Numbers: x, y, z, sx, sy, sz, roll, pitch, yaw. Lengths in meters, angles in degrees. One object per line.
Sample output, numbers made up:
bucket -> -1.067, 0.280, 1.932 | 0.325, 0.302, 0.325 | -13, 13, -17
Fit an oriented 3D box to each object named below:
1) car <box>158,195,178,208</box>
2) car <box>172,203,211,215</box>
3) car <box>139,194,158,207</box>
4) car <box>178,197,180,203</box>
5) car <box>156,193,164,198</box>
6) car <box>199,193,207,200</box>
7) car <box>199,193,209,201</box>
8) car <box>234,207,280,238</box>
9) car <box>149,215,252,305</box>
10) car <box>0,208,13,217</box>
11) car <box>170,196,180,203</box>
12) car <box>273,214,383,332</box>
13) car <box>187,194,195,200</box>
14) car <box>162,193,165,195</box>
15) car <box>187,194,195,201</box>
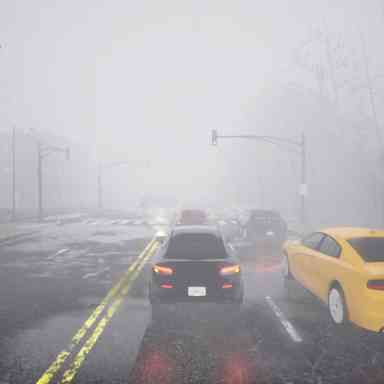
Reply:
car -> -3.490, 1.512, 49.170 | 1.812, 1.442, 4.674 | 0, 0, 0
car -> 0.013, 1.522, 17.040 | 1.812, 1.442, 4.674 | 0, 0, -2
car -> -6.742, 1.464, 49.836 | 1.882, 1.535, 5.008 | 0, 0, 0
car -> -3.514, 1.508, 59.219 | 1.812, 1.442, 4.674 | 0, 0, 1
car -> -6.757, 1.459, 60.216 | 1.882, 1.535, 5.008 | 0, 0, 0
car -> 2.972, 1.155, 89.375 | 2.097, 1.767, 4.553 | 0, 0, 0
car -> 3.003, 1.505, 78.987 | 2.033, 1.411, 5.357 | 0, 0, 0
car -> 3.301, 1.502, 16.435 | 1.837, 1.490, 4.892 | 0, 0, 0
car -> 0.076, 1.524, 7.958 | 1.812, 1.442, 4.674 | 0, 0, 0
car -> -19.788, 1.763, 31.200 | 5.357, 1.411, 2.033 | -1, 1, 0
car -> -3.465, 1.578, 69.380 | 1.895, 1.301, 4.718 | 0, 0, 0
car -> 3.330, 1.476, 6.977 | 1.882, 1.535, 5.008 | 0, 0, 0
car -> -0.278, 1.278, 89.395 | 1.882, 1.535, 5.008 | 0, 0, 0
car -> -6.720, 1.202, 70.838 | 2.150, 2.045, 5.566 | 0, 0, 0
car -> -0.248, 1.561, 79.423 | 1.895, 1.301, 4.718 | 0, 0, 0
